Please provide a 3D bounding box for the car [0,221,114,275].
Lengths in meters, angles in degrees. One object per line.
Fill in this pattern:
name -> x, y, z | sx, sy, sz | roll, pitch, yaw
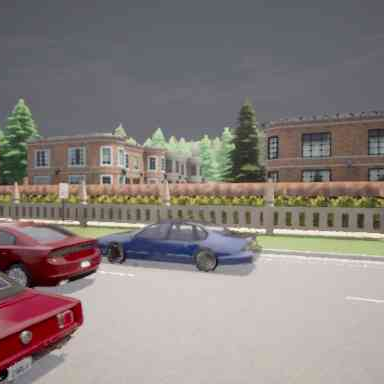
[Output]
car -> -4.716, 1.489, 8.472 | 5.008, 1.535, 1.882 | 0, 0, 21

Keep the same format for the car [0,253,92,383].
car -> -3.907, 1.608, 4.392 | 4.718, 1.301, 1.895 | 0, 0, 21

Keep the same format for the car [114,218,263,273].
car -> -0.520, 1.559, 10.581 | 5.357, 1.411, 2.033 | 0, 0, 22
